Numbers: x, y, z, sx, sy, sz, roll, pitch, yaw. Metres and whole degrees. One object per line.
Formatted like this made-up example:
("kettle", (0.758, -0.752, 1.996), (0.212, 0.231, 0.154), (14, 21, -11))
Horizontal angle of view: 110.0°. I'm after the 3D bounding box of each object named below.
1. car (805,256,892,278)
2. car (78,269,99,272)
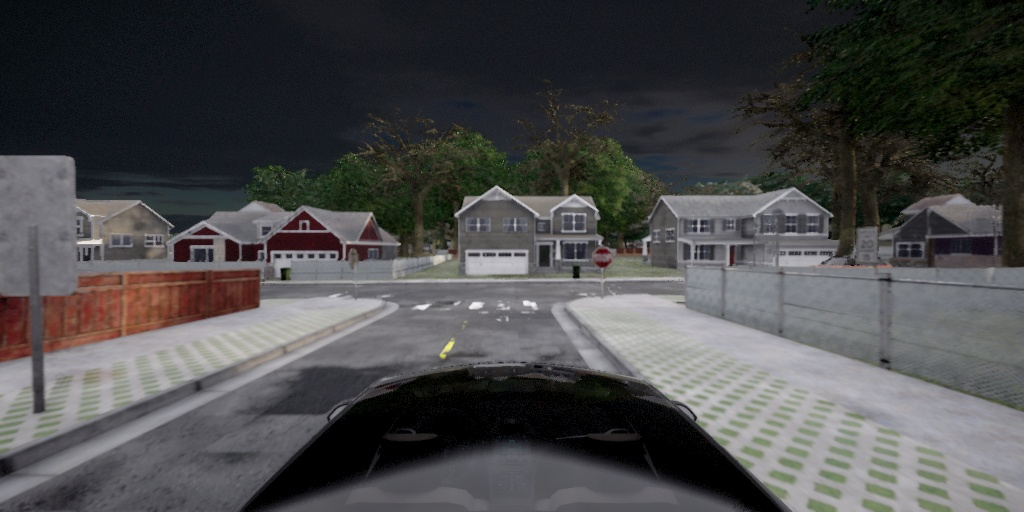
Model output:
("car", (20.096, 0.793, 21.689), (4.553, 1.767, 2.097), (-1, 1, 0))
("car", (-22.717, 1.413, 18.636), (5.357, 1.411, 2.033), (0, 1, 0))
